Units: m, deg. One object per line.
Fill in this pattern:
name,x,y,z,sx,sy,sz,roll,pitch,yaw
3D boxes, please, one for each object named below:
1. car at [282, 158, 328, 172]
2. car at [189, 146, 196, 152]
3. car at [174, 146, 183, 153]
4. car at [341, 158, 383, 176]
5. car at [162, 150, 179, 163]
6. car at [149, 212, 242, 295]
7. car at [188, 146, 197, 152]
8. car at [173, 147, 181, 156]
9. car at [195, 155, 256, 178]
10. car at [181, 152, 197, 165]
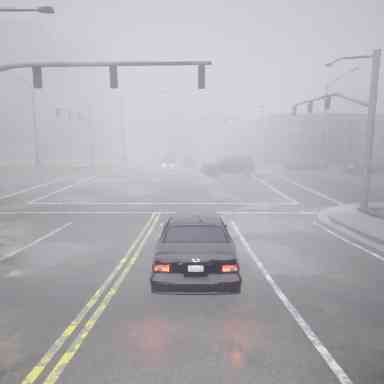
car,12.699,-3.054,37.347,4.902,1.511,2.128,0,9,0
car,0.101,-11.796,91.141,1.994,1.385,4.181,0,9,0
car,-3.421,-8.507,71.195,2.033,1.411,5.357,0,9,0
car,17.709,-2.625,33.847,4.553,1.767,2.097,0,9,0
car,-3.539,-5.300,51.522,2.033,1.411,5.357,0,9,0
car,0.084,1.218,8.395,2.033,1.411,5.357,0,4,0
car,0.089,-10.310,81.083,2.097,1.767,4.553,0,9,0
car,-3.500,-6.885,61.000,1.837,1.490,4.892,0,9,0
car,3.505,-2.518,32.392,5.566,2.045,2.150,-3,9,-22
car,-0.265,-4.496,46.903,1.895,1.301,4.718,0,9,2
